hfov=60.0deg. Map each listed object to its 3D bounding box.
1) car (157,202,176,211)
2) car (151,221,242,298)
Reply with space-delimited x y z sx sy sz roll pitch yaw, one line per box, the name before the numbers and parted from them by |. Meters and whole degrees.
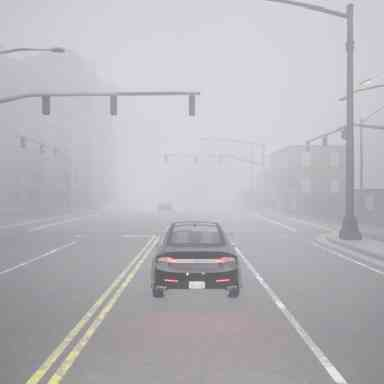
car | -3.607 2.055 45.461 1.994 1.385 4.181 0 -4 0
car | 0.073 1.492 8.525 2.128 1.511 4.902 0 0 0
